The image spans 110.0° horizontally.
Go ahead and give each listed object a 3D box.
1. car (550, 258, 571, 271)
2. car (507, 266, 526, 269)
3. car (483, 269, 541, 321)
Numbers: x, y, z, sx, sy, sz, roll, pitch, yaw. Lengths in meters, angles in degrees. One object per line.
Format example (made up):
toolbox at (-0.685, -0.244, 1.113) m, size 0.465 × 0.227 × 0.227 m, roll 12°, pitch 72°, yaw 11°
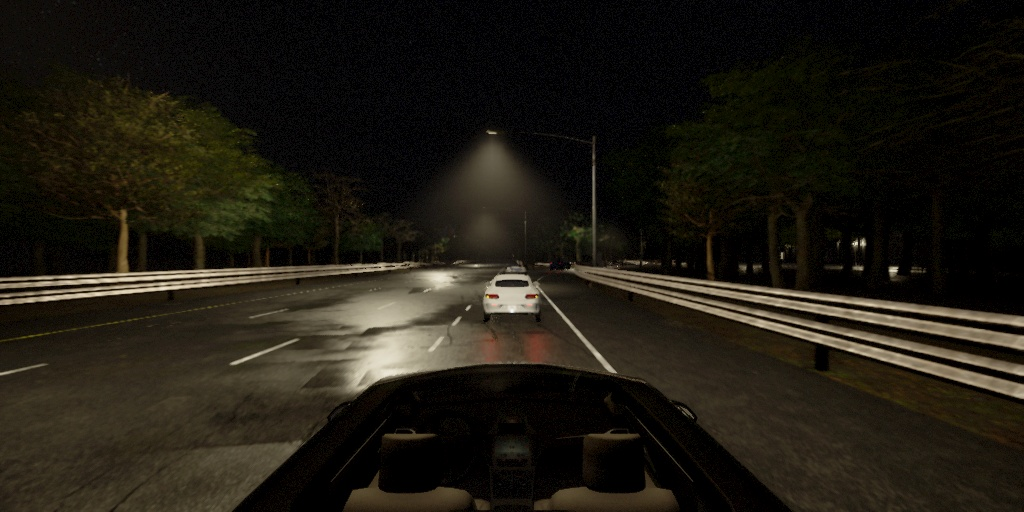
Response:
car at (7.825, 1.320, 57.819) m, size 2.150 × 2.045 × 5.566 m, roll 0°, pitch -1°, yaw 25°
car at (0.411, 1.527, 30.032) m, size 1.895 × 1.301 × 4.718 m, roll 0°, pitch 0°, yaw 5°
car at (0.003, 1.352, 12.698) m, size 1.812 × 1.442 × 4.674 m, roll 0°, pitch 0°, yaw 0°
